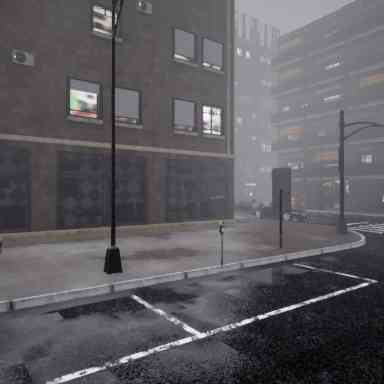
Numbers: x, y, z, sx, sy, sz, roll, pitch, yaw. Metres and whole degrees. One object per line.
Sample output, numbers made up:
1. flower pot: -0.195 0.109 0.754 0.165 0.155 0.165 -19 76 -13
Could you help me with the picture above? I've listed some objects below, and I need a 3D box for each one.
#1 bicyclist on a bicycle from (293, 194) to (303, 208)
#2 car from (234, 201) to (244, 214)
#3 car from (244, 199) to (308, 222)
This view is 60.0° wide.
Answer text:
1. bicyclist on a bicycle: 11.563 1.011 36.223 1.656 1.620 0.582 0 1 -36
2. car: 5.718 1.331 29.401 1.895 1.301 4.718 0 1 -36
3. car: 6.302 1.342 24.208 2.008 1.369 4.403 1 0 -36
